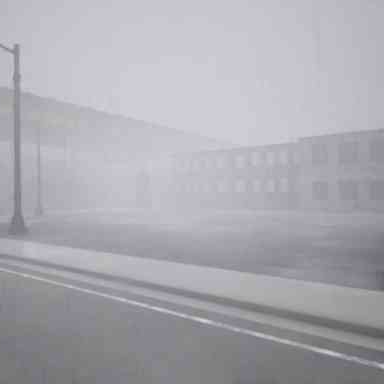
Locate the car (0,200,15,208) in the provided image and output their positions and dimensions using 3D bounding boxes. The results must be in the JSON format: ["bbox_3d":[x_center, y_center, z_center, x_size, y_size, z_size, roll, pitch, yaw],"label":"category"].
[{"bbox_3d":[-33.046,2.137,59.214,4.974,1.542,2.038,-1,0,7],"label":"car"}]

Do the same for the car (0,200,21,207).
[{"bbox_3d":[-33.099,1.980,59.221,4.536,1.218,1.853,-1,0,7],"label":"car"}]

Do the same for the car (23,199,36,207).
[{"bbox_3d":[-29.540,1.956,60.476,1.853,1.218,4.536,0,0,-23],"label":"car"}]

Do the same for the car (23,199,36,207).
[{"bbox_3d":[-29.518,2.113,60.427,2.038,1.542,4.974,0,0,-23],"label":"car"}]
